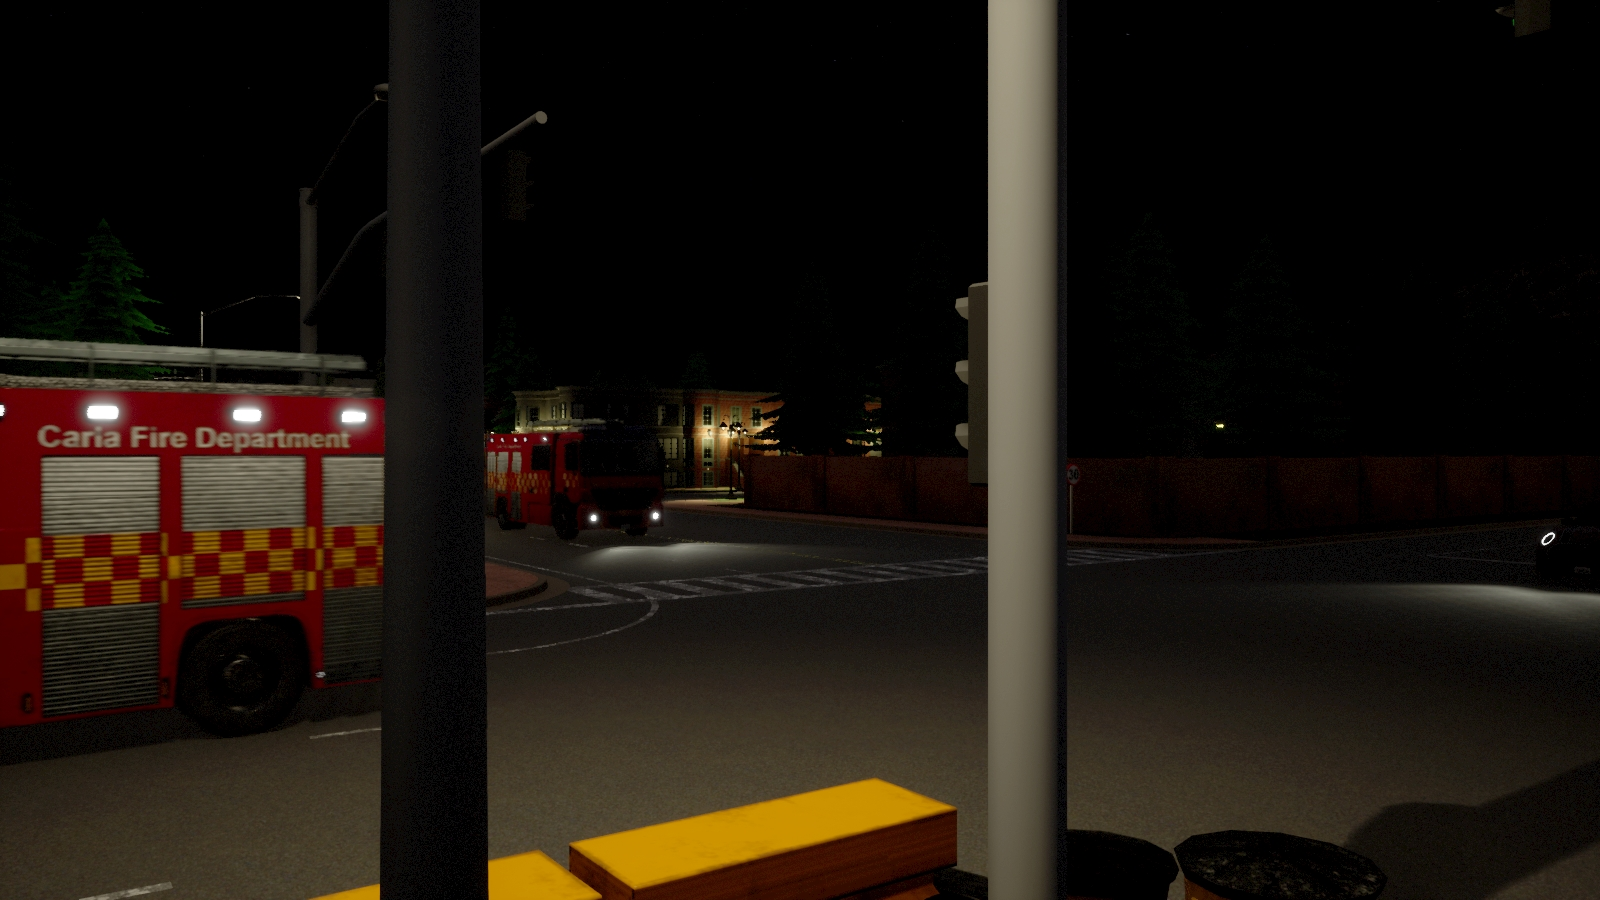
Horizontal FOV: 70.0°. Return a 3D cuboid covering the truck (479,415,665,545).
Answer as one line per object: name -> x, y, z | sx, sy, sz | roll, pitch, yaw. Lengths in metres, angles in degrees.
truck -> -7.826, 0.890, 38.099 | 2.891, 3.827, 8.468 | 0, 0, -35

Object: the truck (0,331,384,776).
truck -> -8.541, 0.891, 10.367 | 8.468, 3.827, 2.891 | 0, 0, -39

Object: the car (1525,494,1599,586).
car -> 18.010, 1.906, 24.946 | 4.553, 1.767, 2.097 | 0, 0, -35
